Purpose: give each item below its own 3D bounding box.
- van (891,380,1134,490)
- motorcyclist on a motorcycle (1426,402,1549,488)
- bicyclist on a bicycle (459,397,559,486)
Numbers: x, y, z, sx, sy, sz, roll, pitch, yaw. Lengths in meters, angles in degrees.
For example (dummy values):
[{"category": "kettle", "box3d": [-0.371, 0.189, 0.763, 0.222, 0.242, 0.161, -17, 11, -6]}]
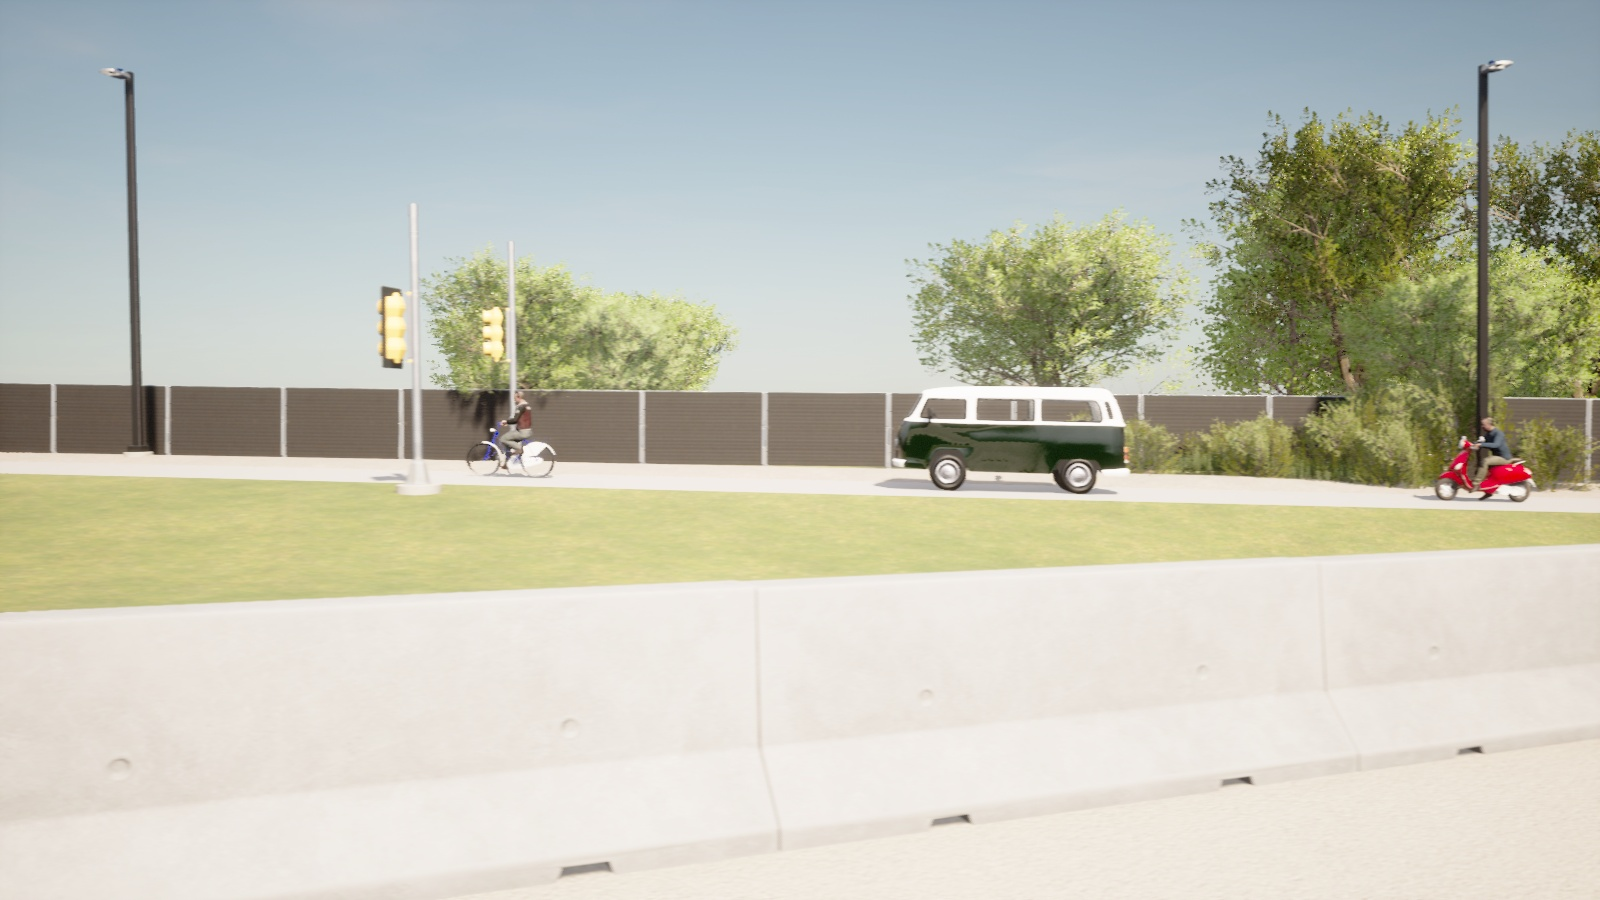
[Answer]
[{"category": "van", "box3d": [4.063, -0.319, 24.561, 4.480, 2.038, 2.069, 0, 2, 6]}, {"category": "motorcyclist on a motorcycle", "box3d": [12.954, -0.094, 23.709, 1.817, 1.590, 0.866, 0, 2, 4]}, {"category": "bicyclist on a bicycle", "box3d": [-5.932, -0.178, 25.637, 1.843, 1.776, 0.659, 0, 2, 6]}]
